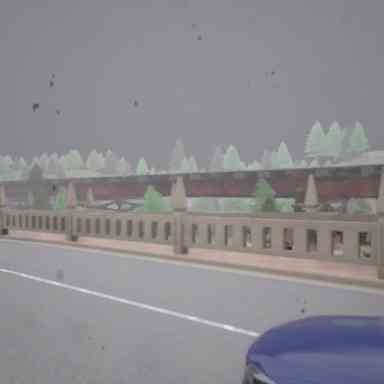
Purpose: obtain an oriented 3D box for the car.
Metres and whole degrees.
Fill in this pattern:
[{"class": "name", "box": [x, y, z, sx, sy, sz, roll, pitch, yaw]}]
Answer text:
[{"class": "car", "box": [2.577, 1.514, 2.154, 4.674, 1.442, 1.812, -1, 0, 36]}]
